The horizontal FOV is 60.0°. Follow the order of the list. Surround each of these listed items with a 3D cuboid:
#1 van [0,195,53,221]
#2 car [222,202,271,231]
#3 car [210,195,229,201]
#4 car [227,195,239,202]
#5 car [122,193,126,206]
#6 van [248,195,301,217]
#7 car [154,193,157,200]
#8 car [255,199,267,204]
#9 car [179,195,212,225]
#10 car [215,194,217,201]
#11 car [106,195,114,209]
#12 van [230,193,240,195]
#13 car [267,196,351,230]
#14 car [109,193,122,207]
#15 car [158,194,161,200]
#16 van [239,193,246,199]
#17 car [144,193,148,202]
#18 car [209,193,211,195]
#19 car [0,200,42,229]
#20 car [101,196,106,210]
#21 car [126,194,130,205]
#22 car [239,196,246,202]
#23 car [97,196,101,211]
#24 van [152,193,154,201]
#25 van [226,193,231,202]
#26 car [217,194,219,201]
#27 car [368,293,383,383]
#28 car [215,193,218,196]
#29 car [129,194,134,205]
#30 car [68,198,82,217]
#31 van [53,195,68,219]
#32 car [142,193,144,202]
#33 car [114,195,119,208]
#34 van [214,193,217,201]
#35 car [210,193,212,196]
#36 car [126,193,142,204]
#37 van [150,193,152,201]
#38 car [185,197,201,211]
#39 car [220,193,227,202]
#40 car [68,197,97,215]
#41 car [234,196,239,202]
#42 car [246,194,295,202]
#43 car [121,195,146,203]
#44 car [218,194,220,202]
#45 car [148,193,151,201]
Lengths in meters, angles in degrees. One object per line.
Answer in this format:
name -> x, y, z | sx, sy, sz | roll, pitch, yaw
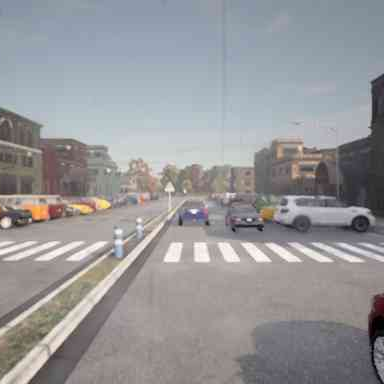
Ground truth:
van -> -12.675, 1.231, 23.646 | 4.442, 1.987, 1.878 | 0, 0, 0
car -> 3.131, 1.562, 20.552 | 2.033, 1.411, 5.357 | 0, 0, 0
car -> 7.766, 1.633, 94.106 | 5.008, 1.535, 2.097 | 0, 0, 0
car -> 7.508, 1.470, 41.722 | 5.366, 1.575, 1.946 | 0, 0, 0
car -> -12.475, 1.322, 48.659 | 4.553, 1.767, 2.185 | 0, 0, 0
van -> 7.563, 1.259, 30.692 | 4.442, 1.987, 1.878 | 0, 0, 0
car -> -12.460, 1.318, 84.787 | 5.566, 2.045, 2.435 | 0, 0, 0
car -> 7.667, 1.491, 25.051 | 5.008, 1.535, 2.097 | 0, 0, 0
car -> 0.131, 1.364, 24.383 | 2.097, 1.767, 4.553 | 0, 0, 0
car -> 7.910, 1.497, 66.535 | 5.366, 1.575, 1.946 | 0, 0, 0
car -> -12.519, 1.446, 40.324 | 5.008, 1.535, 2.097 | 0, 0, 0
van -> 7.814, 1.245, 44.480 | 4.442, 1.987, 1.878 | 0, 0, 0
car -> 7.699, 1.368, 22.294 | 4.553, 1.767, 2.185 | 0, 0, 0
car -> -12.481, 1.320, 45.878 | 4.553, 1.767, 2.185 | 0, 0, 0
car -> -12.386, 1.372, 92.998 | 5.566, 2.045, 2.435 | 0, 0, 0
van -> 7.803, 1.252, 36.207 | 4.442, 1.987, 1.878 | 0, 0, 0
car -> -12.438, 1.237, 68.111 | 5.566, 2.045, 2.435 | 0, 0, 0
car -> 7.788, 1.489, 91.350 | 4.553, 1.767, 2.185 | 0, 0, 0
car -> -12.558, 1.459, 20.866 | 4.892, 1.521, 2.231 | 0, 0, 0
car -> -12.561, 1.322, 37.542 | 4.553, 1.767, 2.185 | 0, 0, 0
car -> -12.498, 1.489, 51.438 | 4.674, 1.452, 2.002 | 0, 0, 0
car -> 7.688, 1.481, 33.449 | 5.008, 1.535, 2.097 | 0, 0, 0
car -> -12.530, 1.450, 34.764 | 5.008, 1.535, 2.097 | 0, 0, 0
van -> -12.321, 1.326, 82.006 | 4.442, 1.987, 1.878 | 0, 0, 0
van -> 7.820, 1.247, 49.993 | 4.442, 1.987, 1.878 | 0, 0, 0
car -> 7.715, 1.493, 63.779 | 4.892, 1.521, 2.231 | 0, 0, 0
car -> 3.101, 1.449, 2.106 | 1.882, 1.535, 5.008 | 0, 1, 0
car -> 7.726, 1.548, 69.293 | 4.674, 1.452, 2.002 | 0, 0, 0
car -> -12.489, 1.454, 54.217 | 4.892, 1.521, 2.231 | 0, 0, 0
car -> -12.549, 1.494, 29.205 | 4.674, 1.452, 2.002 | 0, 0, 0
van -> -12.669, 1.230, 26.425 | 4.442, 1.987, 1.878 | 0, 0, 0
car -> -12.292, 1.468, 62.553 | 5.366, 1.575, 1.946 | 0, 0, 0
car -> -12.524, 1.447, 43.101 | 4.892, 1.521, 2.231 | 0, 0, 0
van -> 7.614, 1.292, 71.927 | 4.442, 1.987, 1.878 | 0, 0, 0
car -> 7.740, 1.568, 83.078 | 4.892, 1.521, 2.231 | 0, 0, 0
car -> -12.455, 1.212, 59.776 | 5.566, 2.045, 2.435 | 0, 0, 0
van -> -12.560, 1.312, 79.229 | 4.442, 1.987, 1.878 | 0, 0, 0
car -> 0.152, 1.471, 41.533 | 1.882, 1.535, 5.008 | 0, 0, 0
car -> 7.736, 1.223, 52.751 | 5.566, 2.045, 2.435 | 0, 0, 0
car -> -12.355, 1.449, 31.984 | 5.366, 1.575, 1.946 | 0, 0, 0
car -> 7.687, 1.515, 38.964 | 4.674, 1.452, 2.002 | 0, 0, 0
car -> 7.704, 1.237, 27.933 | 5.566, 2.045, 2.435 | 0, 0, 0
car -> -12.454, 1.500, 70.891 | 4.892, 1.521, 2.231 | 0, 0, 0
car -> 7.747, 1.516, 61.021 | 4.792, 1.488, 2.163 | 0, 0, 0
car -> -12.447, 1.563, 76.323 | 4.674, 1.452, 2.002 | 0, 0, 0
